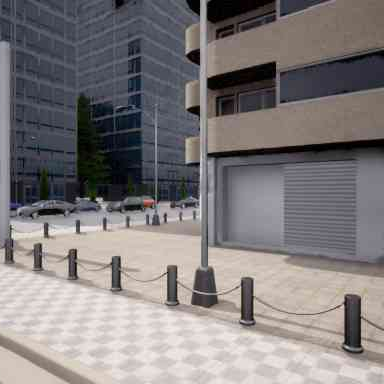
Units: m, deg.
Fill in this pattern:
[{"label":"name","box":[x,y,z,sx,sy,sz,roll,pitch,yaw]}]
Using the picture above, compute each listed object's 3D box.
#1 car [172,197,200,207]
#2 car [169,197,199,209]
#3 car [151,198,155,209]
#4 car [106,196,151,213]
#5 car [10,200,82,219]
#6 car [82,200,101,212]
[{"label":"car","box":[-0.802,1.470,50.370,1.812,1.442,4.674,0,0,36]},{"label":"car","box":[-0.962,1.449,44.194,1.837,1.490,4.892,0,0,36]},{"label":"car","box":[-6.767,1.297,42.140,2.097,1.767,4.553,0,0,36]},{"label":"car","box":[-7.034,1.297,35.796,2.097,1.767,4.553,0,0,36]},{"label":"car","box":[-12.376,1.436,28.394,2.128,1.511,4.902,0,0,36]},{"label":"car","box":[-11.709,1.508,35.291,1.994,1.385,4.181,0,0,36]}]
